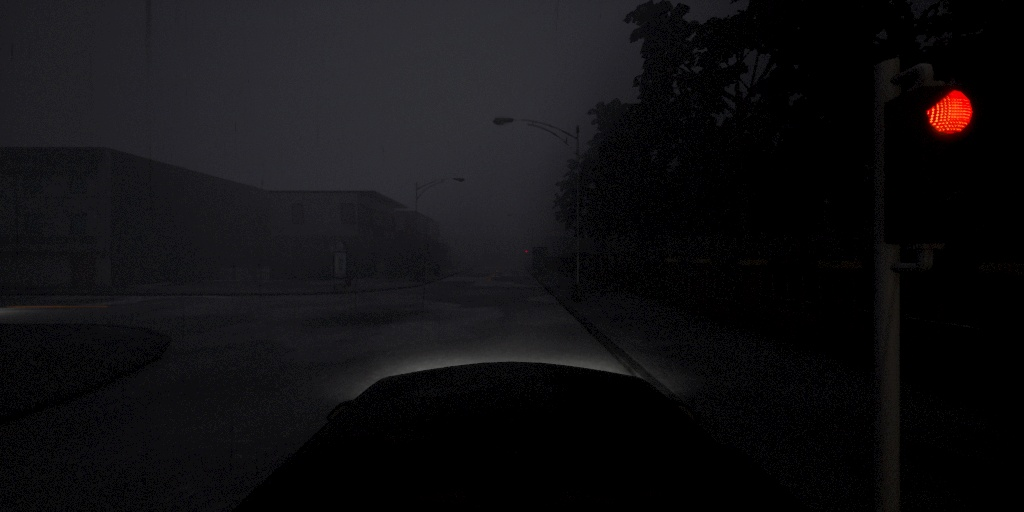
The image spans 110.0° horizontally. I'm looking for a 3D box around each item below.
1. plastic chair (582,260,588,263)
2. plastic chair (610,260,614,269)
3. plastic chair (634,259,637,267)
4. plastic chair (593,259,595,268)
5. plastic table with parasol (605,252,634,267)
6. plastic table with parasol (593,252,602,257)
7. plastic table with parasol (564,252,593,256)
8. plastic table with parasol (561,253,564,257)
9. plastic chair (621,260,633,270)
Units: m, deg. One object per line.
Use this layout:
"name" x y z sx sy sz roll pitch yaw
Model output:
"plastic chair" 10.738 1.297 52.936 0.750 1.272 0.730 0 0 -40
"plastic chair" 14.350 1.294 50.290 0.730 1.272 0.750 0 0 -35
"plastic chair" 18.680 1.147 54.638 0.750 1.272 0.730 0 0 -39
"plastic chair" 13.755 1.290 58.518 0.730 1.272 0.750 0 0 -35
"plastic table with parasol" 15.324 0.682 51.191 2.482 2.480 2.482 0 0 -40
"plastic table with parasol" 14.707 0.658 59.405 2.482 2.480 2.482 0 0 -42
"plastic table with parasol" 10.007 0.671 53.933 2.482 2.480 2.482 0 0 -40
"plastic table with parasol" 10.723 0.689 62.374 2.482 2.480 2.482 0 0 -40
"plastic chair" 16.056 1.284 50.192 0.750 1.272 0.730 0 0 -40
